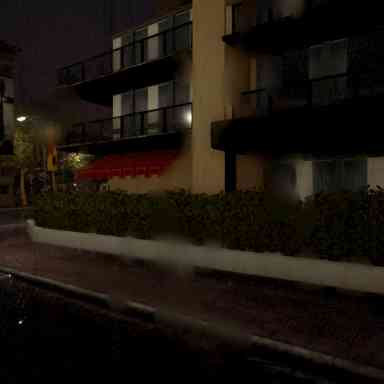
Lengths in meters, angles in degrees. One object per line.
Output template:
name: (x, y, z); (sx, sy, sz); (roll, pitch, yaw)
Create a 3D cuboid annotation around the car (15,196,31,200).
car: (-35.696, 1.481, 67.692); (4.892, 1.521, 2.231); (0, 0, 36)
